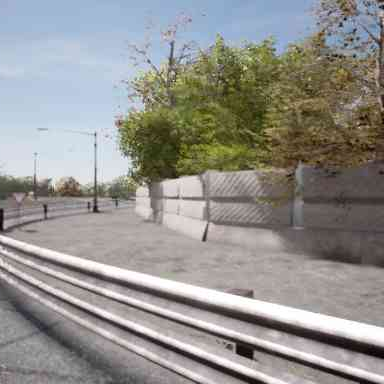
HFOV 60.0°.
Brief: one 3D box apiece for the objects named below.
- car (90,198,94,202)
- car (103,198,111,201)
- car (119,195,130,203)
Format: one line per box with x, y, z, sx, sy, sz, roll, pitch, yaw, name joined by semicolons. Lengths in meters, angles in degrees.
-26.581;2.255;89.897;1.895;1.301;4.718;0;-1;-16;car
-23.174;2.257;90.697;1.895;1.301;4.718;0;-1;-16;car
-18.233;1.878;90.345;2.150;2.045;5.566;0;-1;0;car
